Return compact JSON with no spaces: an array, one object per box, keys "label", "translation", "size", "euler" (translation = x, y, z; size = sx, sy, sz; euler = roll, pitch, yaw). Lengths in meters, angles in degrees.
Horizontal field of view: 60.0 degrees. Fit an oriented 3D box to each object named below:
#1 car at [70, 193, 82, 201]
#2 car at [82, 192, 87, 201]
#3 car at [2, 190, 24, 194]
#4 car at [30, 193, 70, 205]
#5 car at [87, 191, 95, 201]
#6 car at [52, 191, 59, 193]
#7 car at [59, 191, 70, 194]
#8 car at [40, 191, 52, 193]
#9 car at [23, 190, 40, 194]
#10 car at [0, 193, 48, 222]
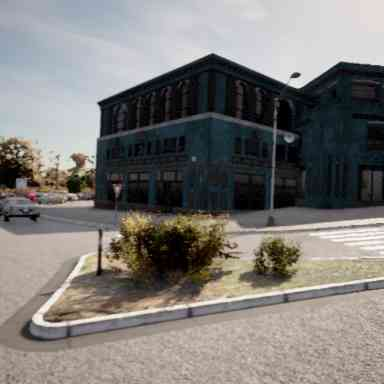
[{"label":"car","translation":[-25.903,0.808,66.869],"size":[5.566,2.045,2.435],"euler":[2,-1,-4]},{"label":"car","translation":[-25.063,0.962,69.717],"size":[4.553,1.767,2.185],"euler":[2,0,-4]},{"label":"car","translation":[-29.963,0.813,52.552],"size":[4.892,1.521,2.231],"euler":[2,0,-5]},{"label":"car","translation":[-20.922,1.224,49.159],"size":[2.033,1.411,5.357],"euler":[2,0,15]},{"label":"car","translation":[-24.273,1.134,72.558],"size":[4.792,1.488,2.163],"euler":[1,0,-3]},{"label":"car","translation":[-27.611,0.846,61.145],"size":[4.553,1.767,2.185],"euler":[2,-1,-4]},{"label":"car","translation":[-26.954,1.012,63.980],"size":[5.366,1.575,1.946],"euler":[2,0,-4]},{"label":"car","translation":[-28.353,0.668,58.296],"size":[5.566,2.045,2.435],"euler":[2,-1,-5]},{"label":"car","translation":[-29.204,0.613,55.418],"size":[5.566,2.045,2.435],"euler":[2,0,-5]},{"label":"car","translation":[-11.432,1.050,21.384],"size":[2.033,1.411,5.357],"euler":[3,0,-42]}]
